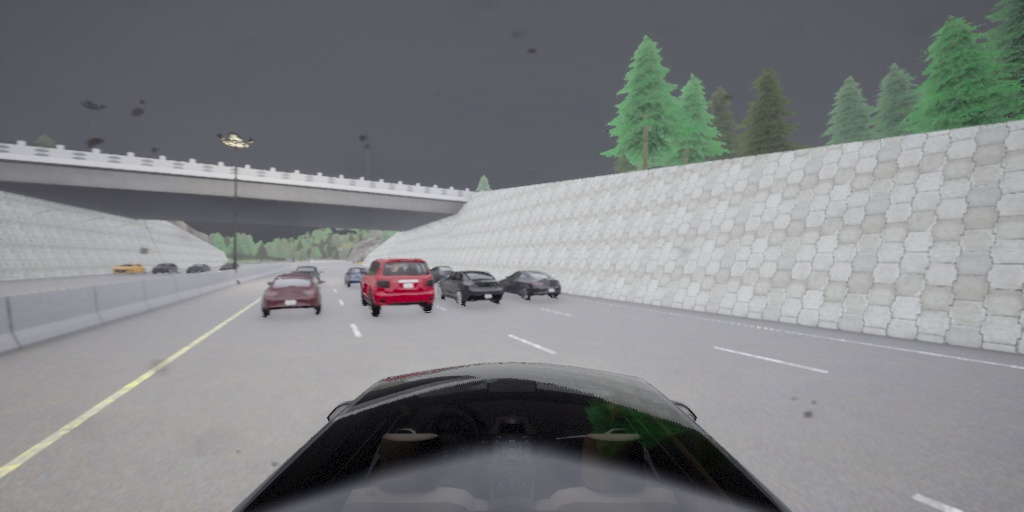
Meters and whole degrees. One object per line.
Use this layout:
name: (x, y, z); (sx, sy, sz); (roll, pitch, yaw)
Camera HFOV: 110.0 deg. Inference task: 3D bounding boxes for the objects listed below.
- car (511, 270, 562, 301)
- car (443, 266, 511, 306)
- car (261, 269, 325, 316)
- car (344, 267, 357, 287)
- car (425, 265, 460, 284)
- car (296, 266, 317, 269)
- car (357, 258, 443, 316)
car: (0.801, 1.463, 18.973); (1.812, 1.442, 4.674); (0, 0, -28)
car: (-2.099, 1.420, 16.969); (1.837, 1.490, 4.892); (0, 0, -28)
car: (-8.446, 1.399, 14.002); (1.812, 1.442, 4.674); (0, 0, -28)
car: (-11.821, 1.565, 27.653); (2.033, 1.411, 5.357); (0, -1, -28)
car: (-6.289, 1.598, 32.181); (1.812, 1.442, 4.674); (0, 0, -28)
car: (-15.362, 1.511, 26.873); (1.837, 1.490, 4.892); (0, 0, -28)
car: (-4.746, 1.108, 14.481); (2.150, 2.045, 5.566); (0, 0, -28)
